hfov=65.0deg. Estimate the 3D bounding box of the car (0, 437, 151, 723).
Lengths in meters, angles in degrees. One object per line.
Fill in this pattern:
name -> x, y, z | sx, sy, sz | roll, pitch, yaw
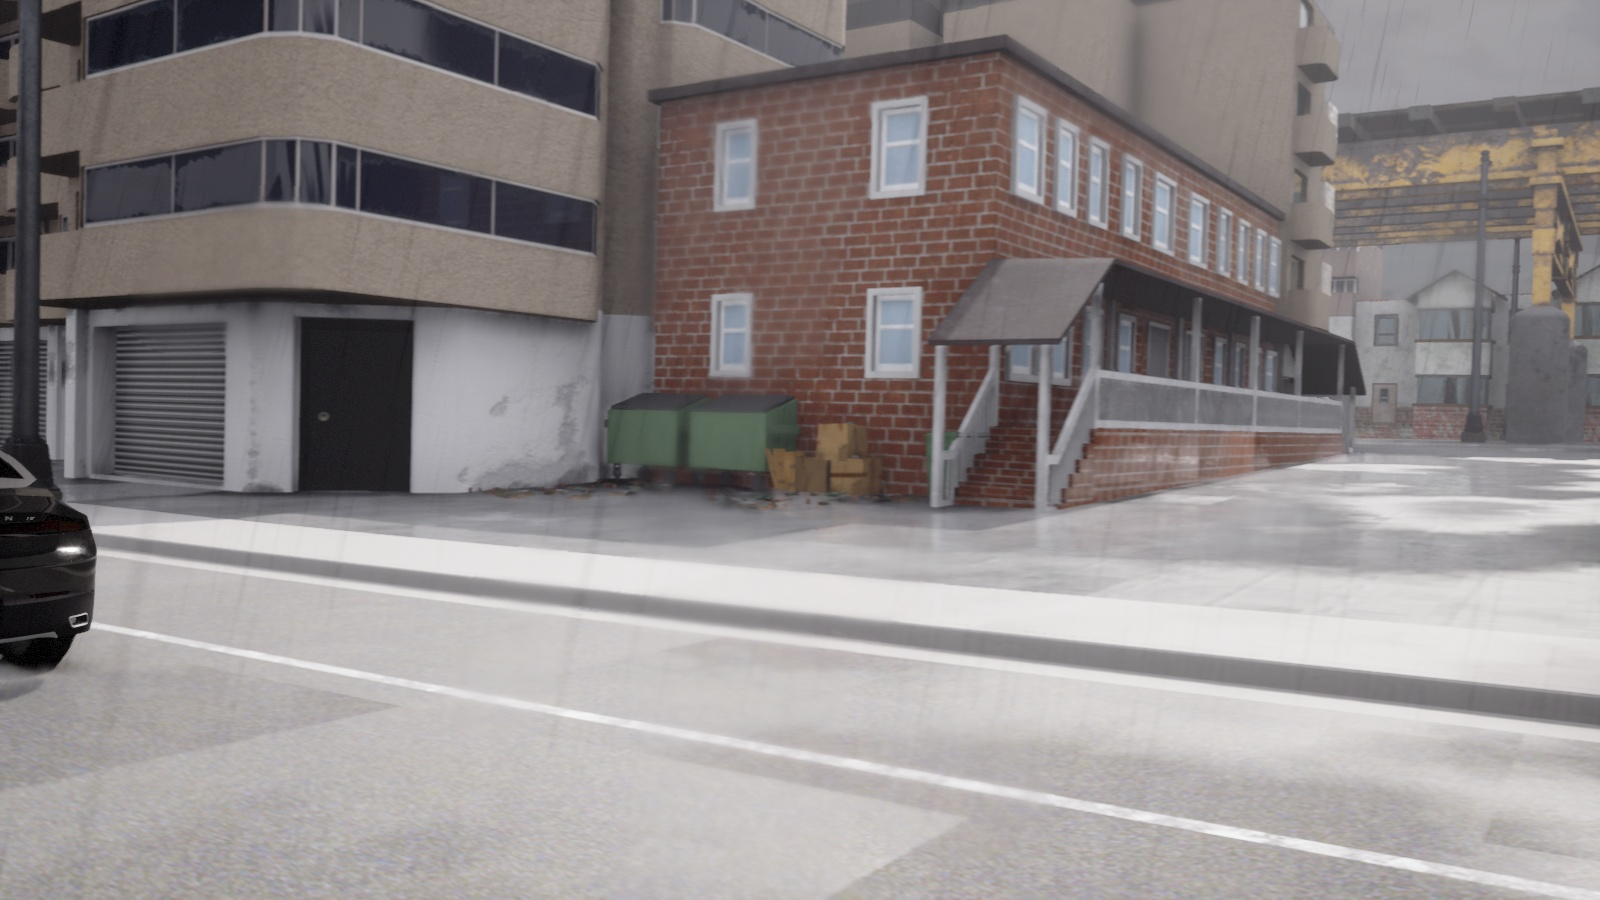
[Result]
car -> -6.281, 0.668, 7.797 | 4.892, 1.490, 1.837 | 0, 1, 34
